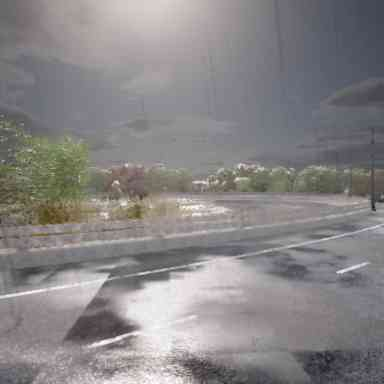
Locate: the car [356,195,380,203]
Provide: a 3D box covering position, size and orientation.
[{"bbox_3d":[39.069,1.785,73.830,2.033,1.411,5.357,0,0,8],"label":"car"}]

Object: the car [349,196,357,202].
[{"bbox_3d":[39.888,1.820,79.340,2.033,1.411,5.357,0,0,5],"label":"car"}]

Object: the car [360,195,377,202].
[{"bbox_3d":[43.793,1.616,82.841,1.837,1.490,4.892,0,0,3],"label":"car"}]

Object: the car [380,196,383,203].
[{"bbox_3d":[42.418,1.772,72.595,2.033,1.411,5.357,0,0,8],"label":"car"}]

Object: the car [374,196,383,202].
[{"bbox_3d":[47.278,1.624,82.514,1.812,1.442,4.674,0,0,3],"label":"car"}]
